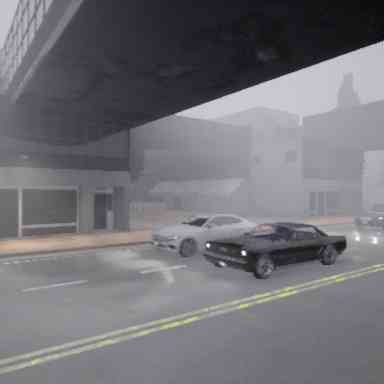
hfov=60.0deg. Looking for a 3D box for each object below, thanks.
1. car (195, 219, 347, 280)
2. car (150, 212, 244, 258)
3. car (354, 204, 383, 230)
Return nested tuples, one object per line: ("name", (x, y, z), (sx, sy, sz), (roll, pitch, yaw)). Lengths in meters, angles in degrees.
("car", (2.627, 1.615, 10.145), (4.718, 1.301, 1.895), (0, 0, -35))
("car", (0.644, 1.538, 13.008), (4.674, 1.442, 1.812), (0, 0, -35))
("car", (12.348, 1.539, 21.292), (4.902, 1.511, 2.128), (0, 0, -35))
